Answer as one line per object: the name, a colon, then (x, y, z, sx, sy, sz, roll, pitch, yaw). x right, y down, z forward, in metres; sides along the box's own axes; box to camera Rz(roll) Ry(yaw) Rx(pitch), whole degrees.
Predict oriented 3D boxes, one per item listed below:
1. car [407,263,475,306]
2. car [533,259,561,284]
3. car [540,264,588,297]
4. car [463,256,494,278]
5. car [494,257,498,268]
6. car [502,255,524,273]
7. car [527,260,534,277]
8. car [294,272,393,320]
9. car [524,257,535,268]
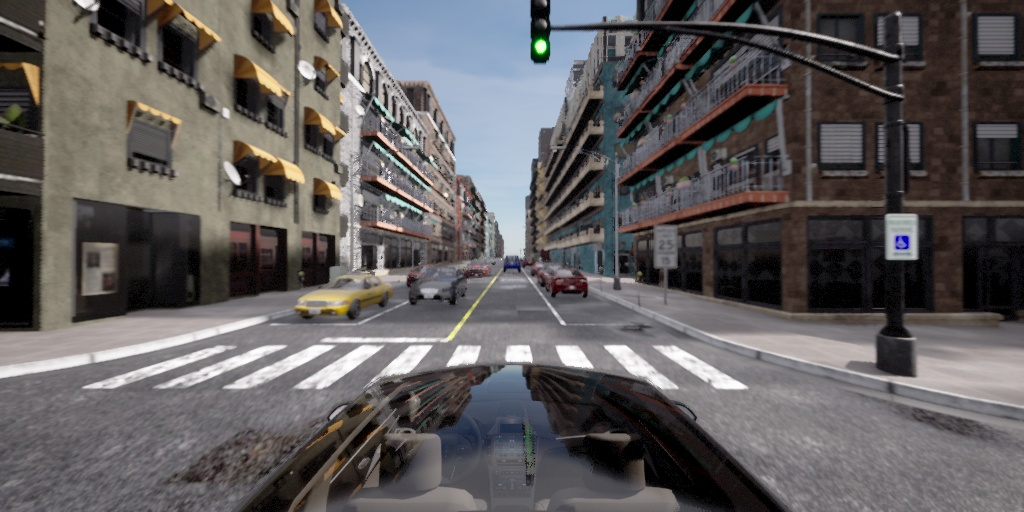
car: (-3.090, 1.227, 15.777, 2.128, 1.511, 4.902, 0, 0, 0)
car: (2.701, 1.165, 23.921, 1.967, 1.591, 4.097, 0, 0, 0)
car: (2.699, 1.277, 18.397, 1.888, 1.381, 4.507, 0, 0, 0)
car: (-3.075, 1.070, 33.358, 2.097, 1.767, 4.553, 0, 0, 0)
car: (-2.982, 0.816, 48.842, 1.837, 1.490, 4.892, 0, 0, 0)
car: (0.018, 0.928, 43.855, 2.150, 2.045, 5.566, 0, 0, 0)
car: (2.705, 1.296, 34.967, 1.802, 1.307, 4.207, 0, 0, 0)
car: (-5.684, 1.263, 12.721, 1.751, 1.417, 4.829, 0, 0, 0)
car: (2.714, 1.009, 57.062, 2.192, 1.841, 5.009, 0, 0, 0)
